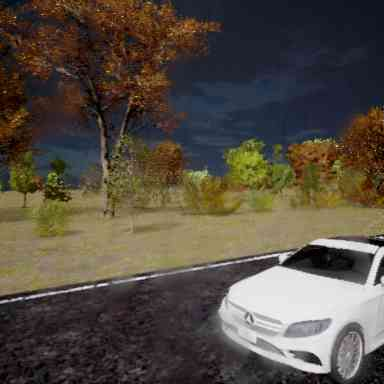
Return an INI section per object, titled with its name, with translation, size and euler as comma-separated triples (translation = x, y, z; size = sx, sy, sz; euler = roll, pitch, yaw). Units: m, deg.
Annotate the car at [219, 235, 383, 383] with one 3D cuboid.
[car]
translation = 2.589, 1.507, 5.487
size = 4.674, 1.442, 1.812
euler = 0, 0, -35
